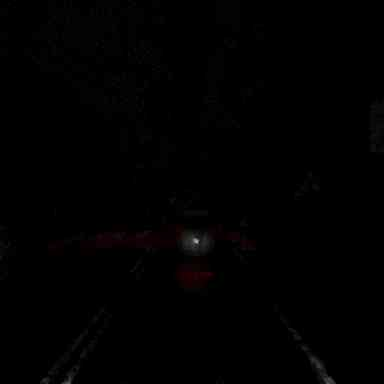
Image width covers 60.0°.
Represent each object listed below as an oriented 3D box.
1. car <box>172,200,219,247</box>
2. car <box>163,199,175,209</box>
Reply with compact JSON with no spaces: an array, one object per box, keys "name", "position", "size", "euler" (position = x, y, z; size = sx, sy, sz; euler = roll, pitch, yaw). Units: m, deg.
[{"name":"car","position":[0.165,1.378,14.928],"size":[1.837,1.490,4.892],"euler":[0,5,1]},{"name":"car","position":[-3.007,1.660,47.297],"size":[1.812,1.442,4.674],"euler":[0,0,1]}]
